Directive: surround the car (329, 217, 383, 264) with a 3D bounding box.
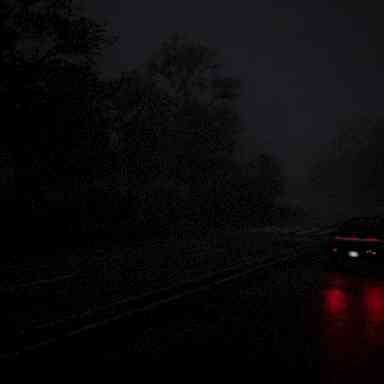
[{"bbox_3d":[6.358,1.636,11.702,2.128,1.511,4.902,-2,-2,40],"label":"car"}]
